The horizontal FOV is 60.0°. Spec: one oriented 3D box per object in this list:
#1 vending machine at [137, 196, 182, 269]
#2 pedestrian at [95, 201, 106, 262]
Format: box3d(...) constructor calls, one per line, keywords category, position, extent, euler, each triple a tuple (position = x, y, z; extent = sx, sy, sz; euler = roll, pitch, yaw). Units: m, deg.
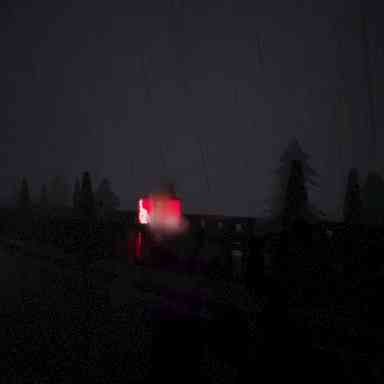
box3d(category="vending machine", position=(-1.009, 1.195, 10.380), extent=(0.880, 2.100, 1.100), euler=(0, 0, 41))
box3d(category="pedestrian", position=(-2.710, 1.141, 9.873), extent=(0.375, 1.860, 0.375), euler=(0, 0, 41))
